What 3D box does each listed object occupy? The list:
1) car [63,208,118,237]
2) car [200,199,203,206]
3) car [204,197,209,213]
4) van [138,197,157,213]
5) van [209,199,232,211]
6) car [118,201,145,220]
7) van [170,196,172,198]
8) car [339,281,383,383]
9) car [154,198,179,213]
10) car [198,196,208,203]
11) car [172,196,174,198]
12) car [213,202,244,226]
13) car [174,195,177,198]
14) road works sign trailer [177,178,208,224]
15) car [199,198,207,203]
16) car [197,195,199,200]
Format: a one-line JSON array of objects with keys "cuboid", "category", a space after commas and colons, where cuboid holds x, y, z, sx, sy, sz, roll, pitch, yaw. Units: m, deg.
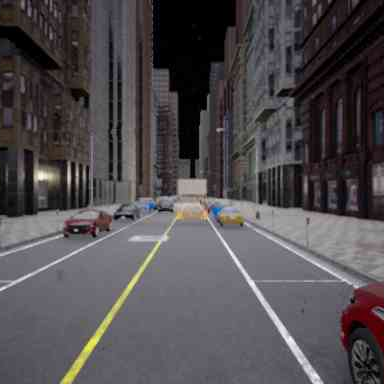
[{"cuboid": [-5.764, 1.674, 18.797, 1.887, 1.381, 4.507, 0, 0, 0], "category": "car"}, {"cuboid": [2.764, 1.923, 52.626, 2.008, 1.369, 4.403, 0, 0, 0], "category": "car"}, {"cuboid": [2.763, 1.731, 41.355, 1.967, 1.590, 4.097, 0, 0, 0], "category": "car"}, {"cuboid": [-5.763, 1.632, 41.344, 1.690, 1.788, 3.998, 0, 0, 0], "category": "van"}, {"cuboid": [2.761, 1.551, 30.082, 1.690, 1.788, 3.998, 0, 0, 0], "category": "van"}, {"cuboid": [-5.763, 1.775, 30.069, 1.947, 1.339, 4.313, 0, 0, 0], "category": "car"}, {"cuboid": [-5.760, 1.836, 69.527, 1.690, 1.788, 3.998, 0, 0, 0], "category": "van"}, {"cuboid": [2.759, 1.329, 1.902, 2.192, 1.841, 5.009, 0, 0, 0], "category": "car"}, {"cuboid": [-3.092, 1.834, 40.753, 2.033, 1.411, 5.357, 0, 0, 0], "category": "car"}, {"cuboid": [2.765, 1.894, 63.899, 1.967, 1.590, 4.097, 0, 0, 0], "category": "car"}, {"cuboid": [-5.759, 1.976, 75.163, 1.967, 1.590, 4.097, 0, 0, 0], "category": "car"}, {"cuboid": [2.761, 1.696, 24.616, 1.752, 1.417, 4.829, 0, 0, 0], "category": "car"}, {"cuboid": [-5.758, 2.058, 86.437, 1.967, 1.590, 4.097, 0, 0, 0], "category": "car"}, {"cuboid": [0.002, 0.647, 26.405, 2.380, 3.560, 2.880, 0, 0, 0], "category": "road works sign trailer"}, {"cuboid": [2.768, 2.183, 86.443, 1.947, 1.339, 4.313, 0, 0, 0], "category": "car"}, {"cuboid": [2.766, 1.851, 75.173, 2.192, 1.841, 5.009, 0, 0, 0], "category": "car"}]
